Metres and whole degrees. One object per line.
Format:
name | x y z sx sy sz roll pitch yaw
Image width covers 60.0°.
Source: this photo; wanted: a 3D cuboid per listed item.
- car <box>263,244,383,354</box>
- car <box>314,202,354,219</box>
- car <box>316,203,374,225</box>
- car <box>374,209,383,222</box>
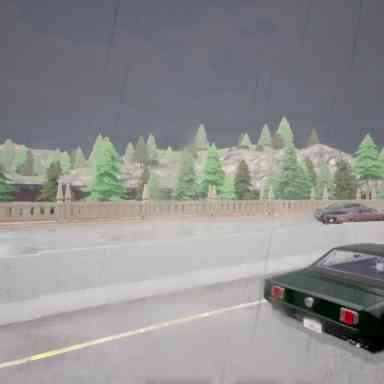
car | 3.610 1.605 5.874 4.718 1.301 1.895 0 0 -31
car | 11.666 1.555 25.580 4.892 1.490 1.837 0 0 -21
car | 10.432 1.600 21.283 4.181 1.385 1.994 0 0 -23
car | 13.246 1.578 18.751 5.357 1.411 2.033 0 0 -22
